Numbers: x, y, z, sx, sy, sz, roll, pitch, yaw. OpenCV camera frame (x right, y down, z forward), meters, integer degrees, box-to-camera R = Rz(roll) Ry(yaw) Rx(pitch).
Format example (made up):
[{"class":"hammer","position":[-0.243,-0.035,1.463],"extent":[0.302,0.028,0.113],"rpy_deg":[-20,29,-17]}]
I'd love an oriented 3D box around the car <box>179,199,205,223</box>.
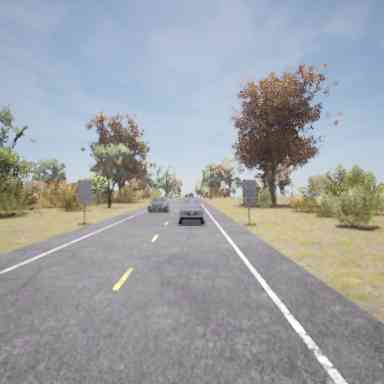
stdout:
[{"class":"car","position":[-0.011,1.491,24.618],"extent":[2.033,1.411,5.357],"rpy_deg":[0,0,0]}]

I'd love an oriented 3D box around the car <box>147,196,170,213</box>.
[{"class":"car","position":[-3.563,1.285,36.233],"extent":[2.097,1.767,4.553],"rpy_deg":[0,0,0]}]
